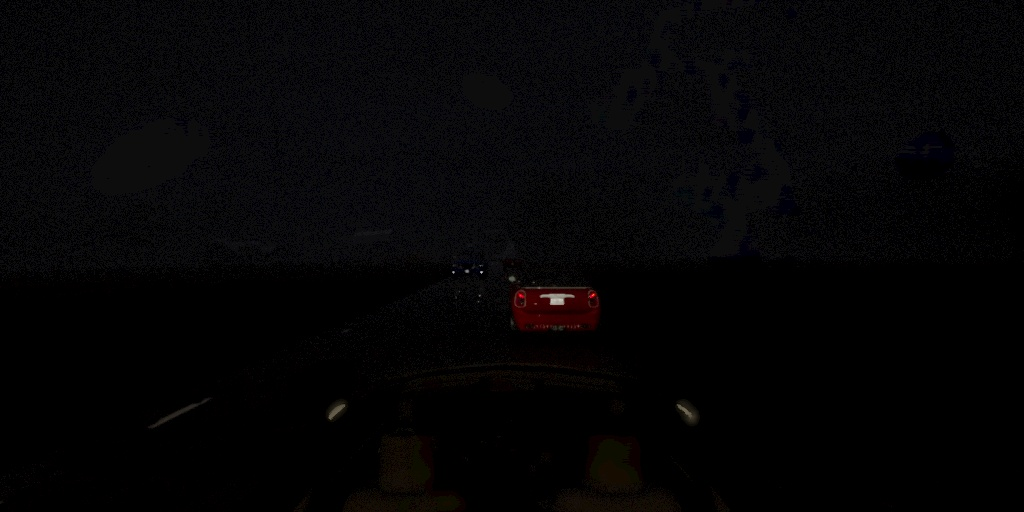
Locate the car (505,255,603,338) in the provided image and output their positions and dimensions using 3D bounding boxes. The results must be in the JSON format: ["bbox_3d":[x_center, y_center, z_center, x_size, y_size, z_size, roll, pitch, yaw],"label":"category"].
[{"bbox_3d":[0.966,0.950,9.783,2.097,1.767,4.553,0,1,0],"label":"car"}]

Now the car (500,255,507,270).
[{"bbox_3d":[0.086,0.640,37.489,1.882,1.535,5.008,0,0,1],"label":"car"}]

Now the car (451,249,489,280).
[{"bbox_3d":[-2.832,0.553,25.378,2.150,2.045,5.566,0,1,0],"label":"car"}]
